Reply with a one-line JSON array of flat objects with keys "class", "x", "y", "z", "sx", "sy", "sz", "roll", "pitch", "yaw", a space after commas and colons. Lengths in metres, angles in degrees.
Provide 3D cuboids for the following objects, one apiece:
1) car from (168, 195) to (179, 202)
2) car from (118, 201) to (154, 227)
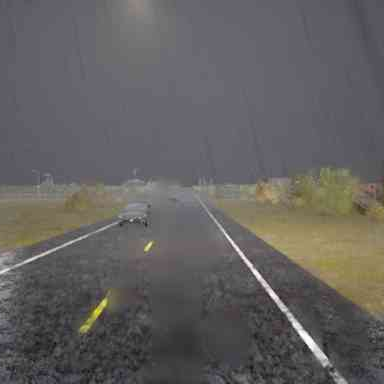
[{"class": "car", "x": -3.523, "y": 1.284, "z": 63.336, "sx": 1.895, "sy": 1.301, "sz": 4.718, "roll": 0, "pitch": 0, "yaw": 1}, {"class": "car", "x": -3.601, "y": 1.419, "z": 22.130, "sx": 1.837, "sy": 1.490, "sz": 4.892, "roll": 0, "pitch": 0, "yaw": 0}]
